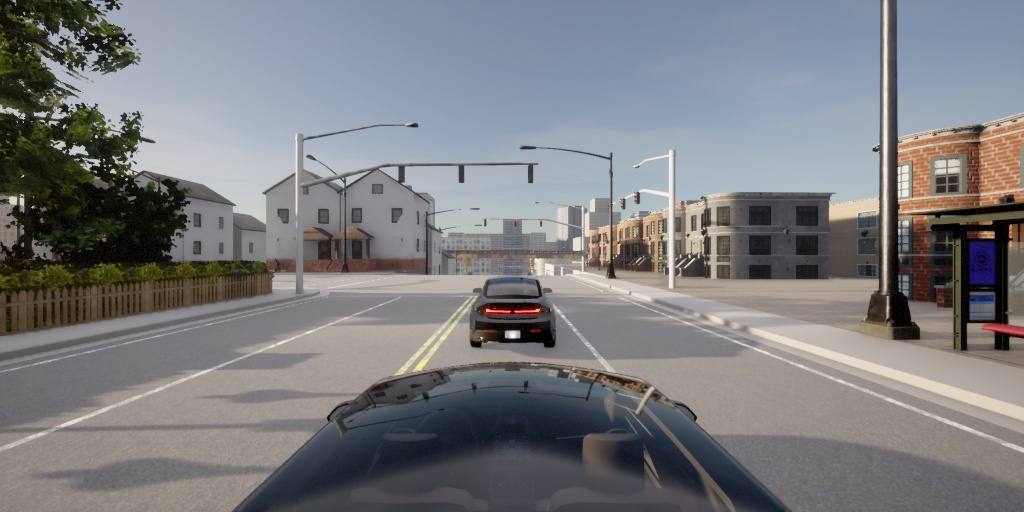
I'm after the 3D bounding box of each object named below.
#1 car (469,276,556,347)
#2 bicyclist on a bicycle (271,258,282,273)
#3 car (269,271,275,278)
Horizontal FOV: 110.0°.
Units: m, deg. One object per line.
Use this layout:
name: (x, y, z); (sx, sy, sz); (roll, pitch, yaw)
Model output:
car: (0.015, 1.255, 9.284); (1.837, 1.490, 4.892); (0, 0, 0)
bicyclist on a bicycle: (-25.504, 1.053, 38.840); (0.582, 1.620, 1.656); (0, 0, 0)
car: (-21.611, 1.297, 27.865); (5.357, 1.411, 2.033); (0, 0, 0)
